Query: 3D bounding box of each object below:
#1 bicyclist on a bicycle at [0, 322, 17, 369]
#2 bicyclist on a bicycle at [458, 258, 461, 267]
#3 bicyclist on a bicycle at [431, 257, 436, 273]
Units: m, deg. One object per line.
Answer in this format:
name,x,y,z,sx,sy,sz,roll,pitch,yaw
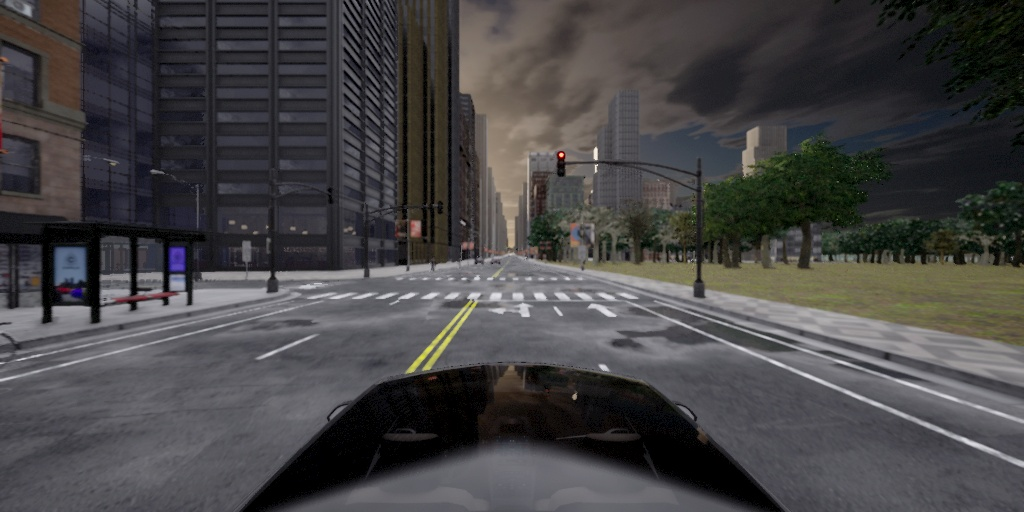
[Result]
bicyclist on a bicycle,-8.749,1.104,5.393,0.659,1.776,1.843,0,0,0
bicyclist on a bicycle,-8.749,1.172,59.664,0.659,1.776,1.843,0,0,0
bicyclist on a bicycle,-8.749,1.047,39.732,0.659,1.776,1.843,0,0,0
